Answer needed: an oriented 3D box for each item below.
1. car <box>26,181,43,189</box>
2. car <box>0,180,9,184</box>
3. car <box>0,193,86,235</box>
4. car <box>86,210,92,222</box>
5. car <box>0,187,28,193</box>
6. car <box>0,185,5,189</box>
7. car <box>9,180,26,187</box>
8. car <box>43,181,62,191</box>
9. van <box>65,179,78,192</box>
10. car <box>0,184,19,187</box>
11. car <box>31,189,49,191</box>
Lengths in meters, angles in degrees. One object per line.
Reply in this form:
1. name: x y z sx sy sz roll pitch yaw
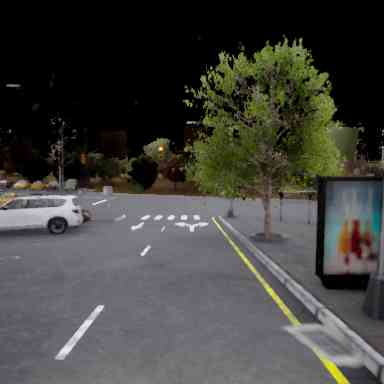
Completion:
1. car: -26.288 -1.170 57.146 1.946 1.575 5.366 0 5 -13
2. car: -32.123 -1.355 57.670 2.002 1.452 4.674 1 5 -13
3. car: -8.776 1.233 17.769 5.566 2.045 2.435 -1 0 -19
4. car: -8.720 1.524 20.802 4.674 1.452 2.002 -1 0 -19
5. car: -20.803 0.765 38.219 1.946 1.575 5.366 0 6 -14
6. car: -23.750 0.549 38.305 2.185 1.767 4.553 0 6 -14
7. car: -29.138 -1.260 57.132 1.946 1.575 5.366 1 5 -13
8. car: -23.294 -1.154 56.597 2.185 1.767 4.553 0 5 -13
9. van: -20.325 -1.129 56.202 1.878 1.987 4.442 1 5 -14
10. car: -25.750 0.086 43.289 4.892 1.490 1.837 3 5 7
11. car: -17.816 0.955 37.577 2.163 1.488 4.792 0 6 -15
